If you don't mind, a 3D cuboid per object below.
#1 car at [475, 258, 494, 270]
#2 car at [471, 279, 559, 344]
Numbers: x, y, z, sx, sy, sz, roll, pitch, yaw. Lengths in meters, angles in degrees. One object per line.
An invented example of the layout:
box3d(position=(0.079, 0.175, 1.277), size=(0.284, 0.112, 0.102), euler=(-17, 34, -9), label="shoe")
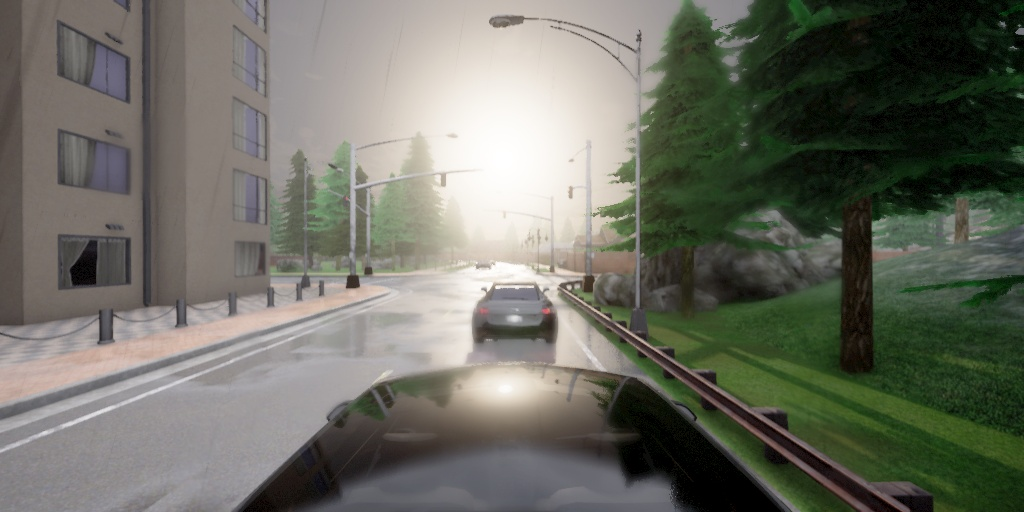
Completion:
box3d(position=(-3.950, 1.184, 50.196), size=(1.994, 1.385, 4.181), euler=(0, 0, 0), label="car")
box3d(position=(0.081, 1.298, 9.577), size=(1.994, 1.385, 4.181), euler=(0, 0, 1), label="car")
